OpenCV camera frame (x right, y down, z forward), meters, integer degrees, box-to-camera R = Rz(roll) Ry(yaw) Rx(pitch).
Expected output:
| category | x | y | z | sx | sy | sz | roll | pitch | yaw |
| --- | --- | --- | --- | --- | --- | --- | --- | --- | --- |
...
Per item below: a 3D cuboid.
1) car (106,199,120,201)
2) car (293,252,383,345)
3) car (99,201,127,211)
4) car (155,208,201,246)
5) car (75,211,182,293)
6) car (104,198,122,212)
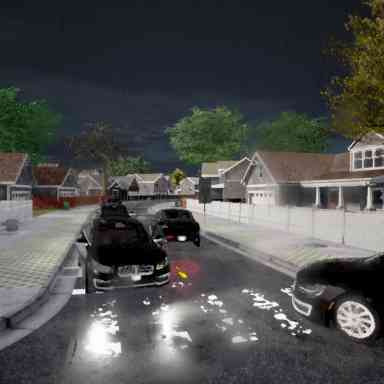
| category | x | y | z | sx | sy | sz | roll | pitch | yaw |
| --- | --- | --- | --- | --- | --- | --- | --- | --- | --- |
| car | -7.209 | 1.487 | 29.775 | 2.128 | 1.511 | 4.902 | 0 | 0 | -14 |
| car | 4.135 | 1.511 | 5.229 | 4.892 | 1.490 | 1.837 | 0 | 0 | 20 |
| car | -4.549 | 1.500 | 19.465 | 1.837 | 1.490 | 4.892 | 0 | -1 | -15 |
| car | -0.881 | 1.513 | 15.251 | 1.837 | 1.490 | 4.892 | 0 | 0 | -12 |
| car | -2.051 | 1.495 | 9.057 | 1.837 | 1.490 | 4.892 | 0 | 0 | -22 |
| car | -9.368 | 1.523 | 39.798 | 1.812 | 1.442 | 4.674 | 0 | 0 | -10 |
